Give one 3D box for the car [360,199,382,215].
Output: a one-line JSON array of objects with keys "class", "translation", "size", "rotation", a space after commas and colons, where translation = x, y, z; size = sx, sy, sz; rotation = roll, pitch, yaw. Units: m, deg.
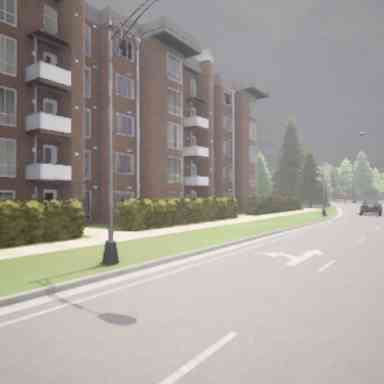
[{"class": "car", "translation": [20.009, 1.612, 37.255], "size": [2.097, 1.767, 4.553], "rotation": [-1, -1, 29]}]
